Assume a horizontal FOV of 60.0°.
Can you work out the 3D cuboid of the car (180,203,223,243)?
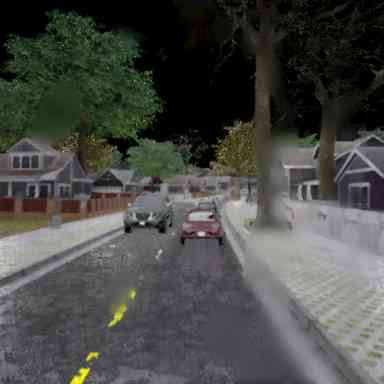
[{"bbox_3d":[0.464,1.496,15.694,1.812,1.442,4.674,0,0,2],"label":"car"}]

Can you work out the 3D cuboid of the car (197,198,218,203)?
[{"bbox_3d":[1.557,1.392,33.499,2.128,1.511,4.902,0,0,5],"label":"car"}]

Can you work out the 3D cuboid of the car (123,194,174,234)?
[{"bbox_3d":[-2.342,1.177,19.246,2.150,2.045,5.566,0,0,3],"label":"car"}]
